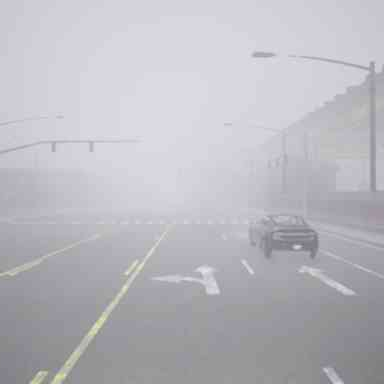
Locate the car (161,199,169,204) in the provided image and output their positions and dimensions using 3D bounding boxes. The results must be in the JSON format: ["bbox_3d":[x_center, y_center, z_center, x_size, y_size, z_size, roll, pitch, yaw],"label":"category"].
[{"bbox_3d":[-6.991,2.489,87.458,2.128,1.511,4.902,0,-1,0],"label":"car"}]

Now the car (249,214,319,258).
[{"bbox_3d":[3.520,1.643,13.480,2.128,1.511,4.902,0,0,0],"label":"car"}]

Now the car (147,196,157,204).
[{"bbox_3d":[-10.491,2.187,87.247,2.150,2.045,5.566,0,-1,0],"label":"car"}]
